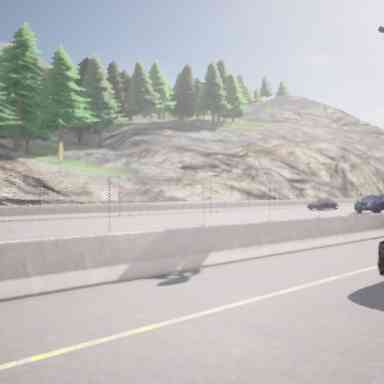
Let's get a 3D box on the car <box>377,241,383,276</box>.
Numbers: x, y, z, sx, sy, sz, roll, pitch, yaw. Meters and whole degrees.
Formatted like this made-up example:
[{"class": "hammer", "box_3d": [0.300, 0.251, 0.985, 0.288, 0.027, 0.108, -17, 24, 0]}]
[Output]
[{"class": "car", "box_3d": [6.747, 1.478, 8.591, 5.008, 1.535, 1.882, 0, 0, -36]}]
